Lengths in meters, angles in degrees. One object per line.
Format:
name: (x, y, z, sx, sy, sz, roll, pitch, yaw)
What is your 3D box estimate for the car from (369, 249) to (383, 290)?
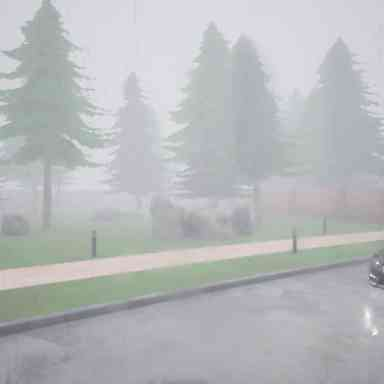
car: (6.147, 1.488, 7.668, 4.902, 1.511, 2.128, 0, 0, -30)
